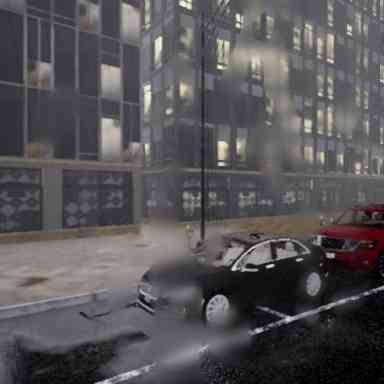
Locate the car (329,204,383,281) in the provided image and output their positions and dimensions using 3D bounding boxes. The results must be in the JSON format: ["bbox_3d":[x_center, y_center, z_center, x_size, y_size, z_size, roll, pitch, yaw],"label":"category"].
[{"bbox_3d":[5.636,1.321,10.079,5.009,1.841,2.192,0,0,-35],"label":"car"}]

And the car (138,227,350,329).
[{"bbox_3d":[1.038,1.553,6.831,4.403,1.369,2.008,0,0,-35],"label":"car"}]
